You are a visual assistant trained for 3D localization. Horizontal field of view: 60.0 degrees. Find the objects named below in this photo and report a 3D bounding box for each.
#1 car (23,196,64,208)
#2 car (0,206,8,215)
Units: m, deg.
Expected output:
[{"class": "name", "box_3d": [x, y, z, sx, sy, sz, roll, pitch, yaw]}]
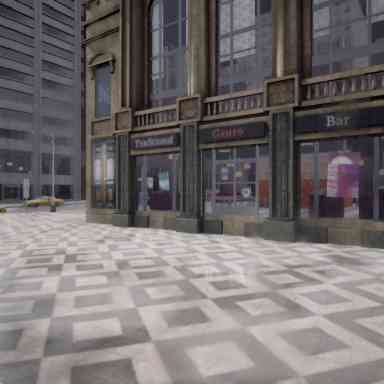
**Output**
[{"class": "car", "box_3d": [-18.517, 1.144, 41.565, 1.752, 1.417, 4.829, 1, 2, 36]}, {"class": "car", "box_3d": [-18.034, 1.341, 27.664, 1.752, 1.417, 4.829, 1, 2, 36]}]
